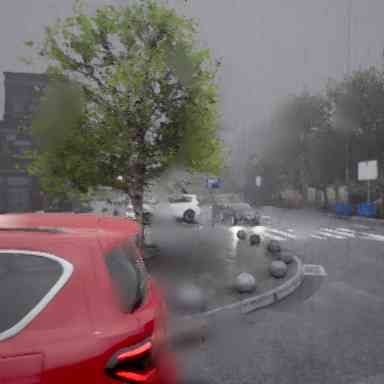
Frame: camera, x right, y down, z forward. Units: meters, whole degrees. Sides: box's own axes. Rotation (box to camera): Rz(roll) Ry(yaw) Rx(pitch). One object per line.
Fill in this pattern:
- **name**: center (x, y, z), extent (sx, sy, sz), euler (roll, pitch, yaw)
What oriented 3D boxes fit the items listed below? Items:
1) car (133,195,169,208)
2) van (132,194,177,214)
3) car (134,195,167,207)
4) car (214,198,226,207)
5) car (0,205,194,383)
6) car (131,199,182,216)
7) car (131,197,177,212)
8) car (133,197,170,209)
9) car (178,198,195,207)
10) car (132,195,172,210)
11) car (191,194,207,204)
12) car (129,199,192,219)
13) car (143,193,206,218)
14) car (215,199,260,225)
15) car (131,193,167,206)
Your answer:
- **car**: center (-5.942, 1.321, 48.195), extent (4.553, 1.767, 2.185), euler (-1, 0, -29)
- **van**: center (-4.109, 1.229, 36.269), extent (4.442, 1.987, 1.878), euler (-1, 0, -30)
- **car**: center (-6.429, 1.320, 51.157), extent (4.553, 1.767, 2.185), euler (-1, 0, -29)
- **car**: center (4.064, 1.536, 45.693), extent (1.994, 1.385, 4.181), euler (0, 0, -10)
- **car**: center (-2.877, 1.216, 2.315), extent (5.566, 2.045, 2.150), euler (0, 1, -14)
- **car**: center (-3.517, 1.496, 33.369), extent (4.674, 1.452, 2.002), euler (-1, 0, -30)
- **car**: center (-4.493, 1.451, 39.292), extent (5.008, 1.535, 2.097), euler (-1, 0, -29)
- **car**: center (-5.484, 1.488, 45.221), extent (4.674, 1.452, 2.002), euler (-1, 0, -29)
- **car**: center (-0.877, 1.567, 50.107), extent (1.895, 1.301, 4.718), euler (0, 0, -9)
- **car**: center (-5.025, 1.324, 42.248), extent (4.553, 1.767, 2.185), euler (-1, 0, -30)
- **car**: center (1.213, 1.326, 62.341), extent (2.097, 1.767, 4.553), euler (0, 0, -10)
- **car**: center (-2.852, 1.453, 30.498), extent (5.366, 1.575, 1.946), euler (-1, 0, -30)
- **car**: center (-2.033, 1.212, 24.457), extent (5.566, 2.045, 2.435), euler (-1, 0, -30)
- **car**: center (3.389, 1.488, 24.236), extent (1.837, 1.490, 4.892), euler (0, 0, -10)
- **car**: center (-7.413, 1.196, 57.090), extent (5.566, 2.045, 2.435), euler (-1, 0, -29)
